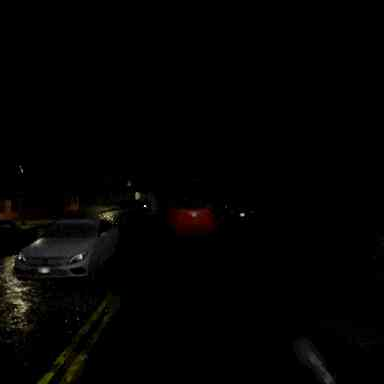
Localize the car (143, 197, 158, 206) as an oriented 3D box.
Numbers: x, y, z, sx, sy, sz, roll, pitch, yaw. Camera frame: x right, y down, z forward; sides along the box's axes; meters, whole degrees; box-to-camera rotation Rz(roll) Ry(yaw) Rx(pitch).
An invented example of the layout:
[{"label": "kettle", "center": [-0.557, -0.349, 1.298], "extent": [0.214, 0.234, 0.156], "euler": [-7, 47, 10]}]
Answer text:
[{"label": "car", "center": [-6.535, 1.403, 52.413], "extent": [1.994, 1.385, 4.181], "euler": [0, 0, 0]}]

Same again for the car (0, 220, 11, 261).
[{"label": "car", "center": [-6.595, 1.574, 10.021], "extent": [1.895, 1.301, 4.718], "euler": [0, 0, 0]}]

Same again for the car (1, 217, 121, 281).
[{"label": "car", "center": [-3.344, 1.499, 9.858], "extent": [1.812, 1.442, 4.674], "euler": [0, 0, 0]}]

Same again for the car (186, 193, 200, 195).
[{"label": "car", "center": [0.130, 1.095, 40.415], "extent": [2.150, 2.045, 5.566], "euler": [0, 0, 0]}]

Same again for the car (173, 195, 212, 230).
[{"label": "car", "center": [0.117, 1.293, 20.637], "extent": [2.097, 1.767, 4.553], "euler": [0, 0, 0]}]

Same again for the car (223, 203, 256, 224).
[{"label": "car", "center": [3.367, 1.494, 24.186], "extent": [1.994, 1.385, 4.181], "euler": [0, 0, 0]}]

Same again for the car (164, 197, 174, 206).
[{"label": "car", "center": [-3.285, 1.404, 52.062], "extent": [1.994, 1.385, 4.181], "euler": [0, 0, 0]}]
